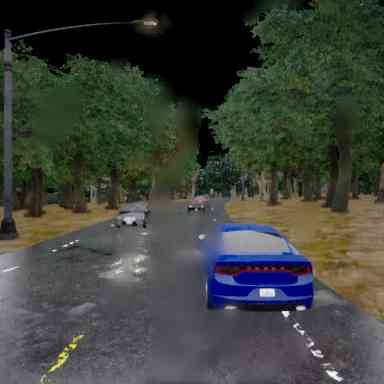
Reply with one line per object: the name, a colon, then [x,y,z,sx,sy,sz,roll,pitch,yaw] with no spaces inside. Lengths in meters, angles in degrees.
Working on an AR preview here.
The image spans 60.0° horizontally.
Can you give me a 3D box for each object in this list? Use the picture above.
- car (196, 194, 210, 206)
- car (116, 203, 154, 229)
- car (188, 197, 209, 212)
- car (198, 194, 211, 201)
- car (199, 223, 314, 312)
car: [1.343,1.222,46.975,2.097,1.767,4.553,0,0,7]
car: [-3.570,1.470,21.495,2.128,1.511,4.902,0,0,1]
car: [0.618,1.524,36.989,1.895,1.301,4.718,0,0,4]
car: [2.984,1.273,78.311,2.033,1.411,5.357,0,0,13]
car: [1.216,1.476,7.856,1.882,1.535,5.008,0,0,0]
